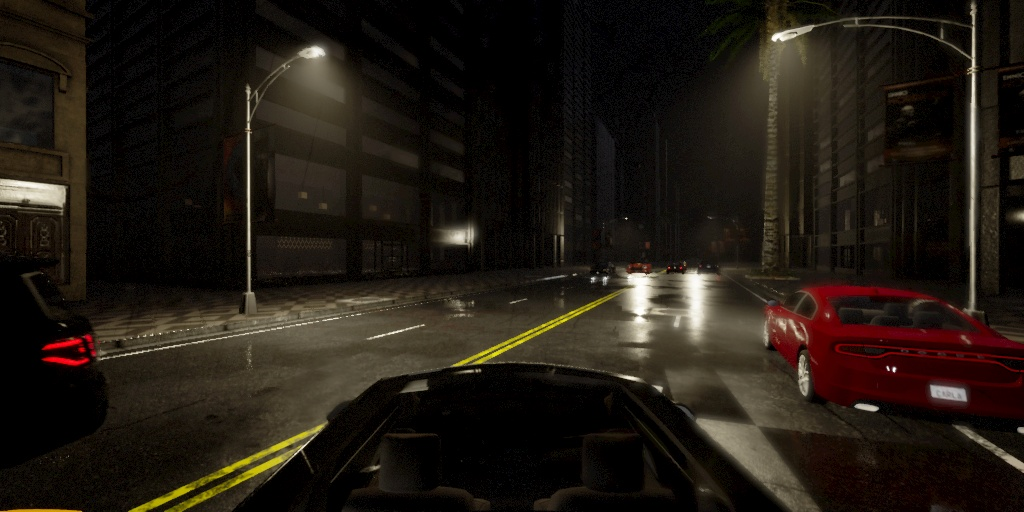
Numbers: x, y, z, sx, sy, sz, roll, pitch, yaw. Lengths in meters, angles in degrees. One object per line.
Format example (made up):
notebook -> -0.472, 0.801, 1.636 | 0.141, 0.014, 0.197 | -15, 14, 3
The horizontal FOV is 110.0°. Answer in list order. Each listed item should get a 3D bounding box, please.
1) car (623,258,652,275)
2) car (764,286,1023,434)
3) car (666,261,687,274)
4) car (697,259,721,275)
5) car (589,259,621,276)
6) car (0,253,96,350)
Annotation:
car -> 13.898, 1.119, 39.089 | 2.097, 1.767, 4.553 | 0, 0, 27
car -> 5.508, 1.228, 5.796 | 1.882, 1.535, 5.008 | 0, 0, 27
car -> 18.607, 1.317, 40.708 | 2.033, 1.411, 5.357 | 0, 0, 27
car -> 21.303, 1.122, 38.861 | 2.097, 1.767, 4.553 | 0, 0, 27
car -> 9.769, 1.313, 38.161 | 2.033, 1.411, 5.357 | 0, 0, 27
car -> -5.538, 0.972, 1.218 | 2.150, 2.045, 5.566 | 0, 0, 27
